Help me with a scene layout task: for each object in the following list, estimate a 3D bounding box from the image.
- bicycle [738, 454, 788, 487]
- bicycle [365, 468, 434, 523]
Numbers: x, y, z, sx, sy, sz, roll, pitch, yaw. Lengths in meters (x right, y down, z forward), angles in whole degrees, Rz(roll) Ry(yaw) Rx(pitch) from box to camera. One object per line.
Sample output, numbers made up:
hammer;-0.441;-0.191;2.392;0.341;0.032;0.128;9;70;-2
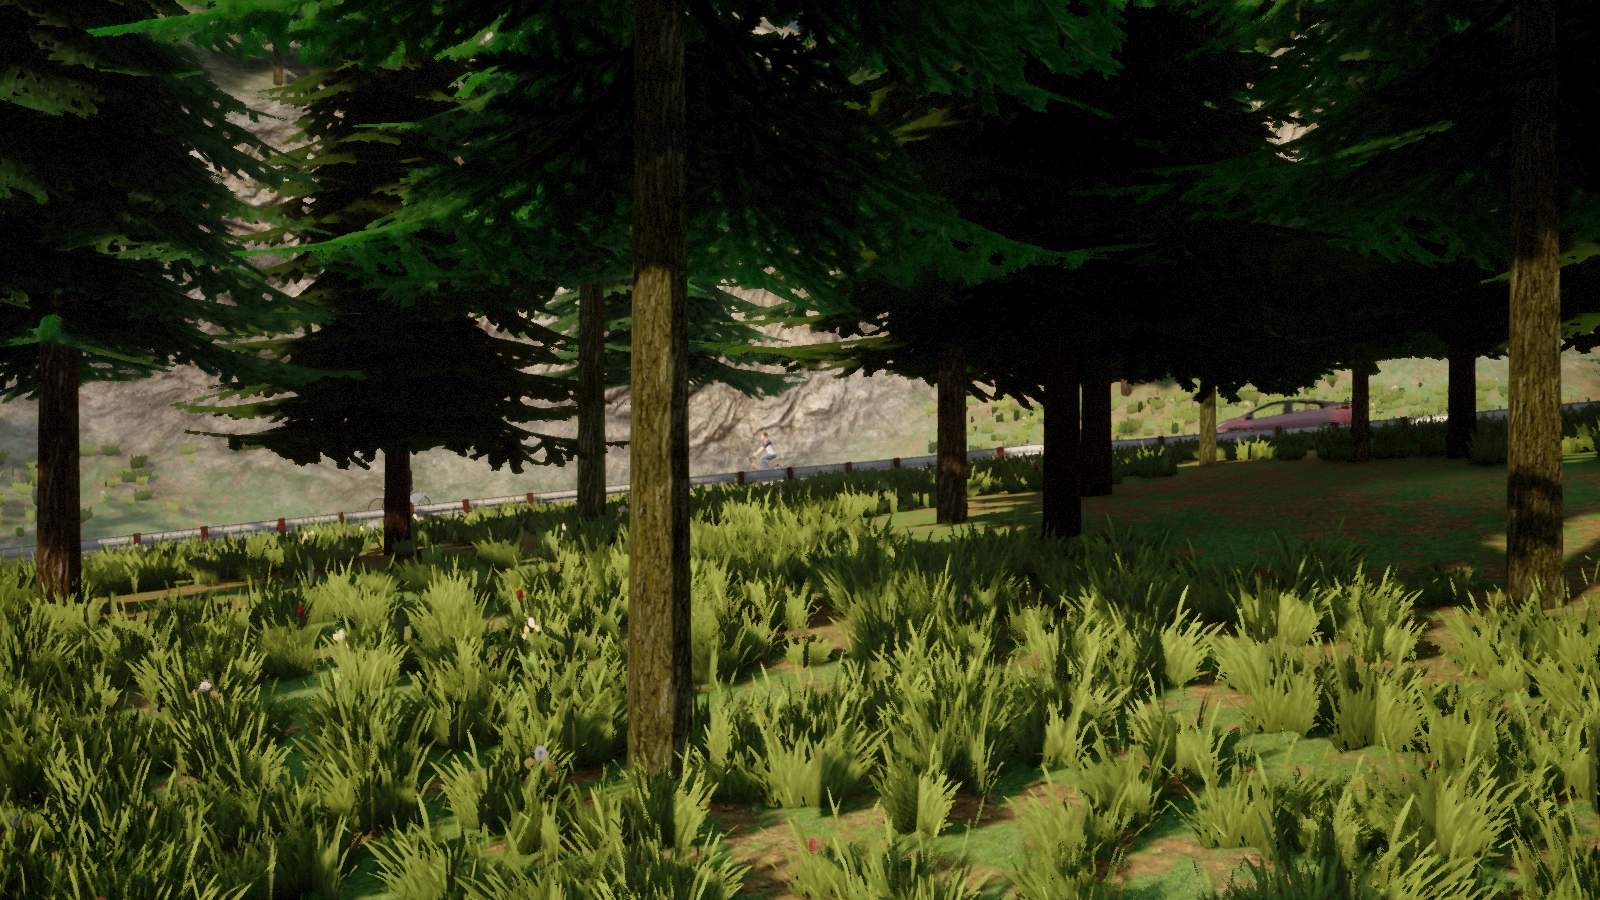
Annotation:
bicycle;-1.254;0.693;39.043;1.643;1.024;0.373;-2;1;-10
bicycle;-12.075;1.355;34.490;1.835;1.471;0.329;-5;2;-29
